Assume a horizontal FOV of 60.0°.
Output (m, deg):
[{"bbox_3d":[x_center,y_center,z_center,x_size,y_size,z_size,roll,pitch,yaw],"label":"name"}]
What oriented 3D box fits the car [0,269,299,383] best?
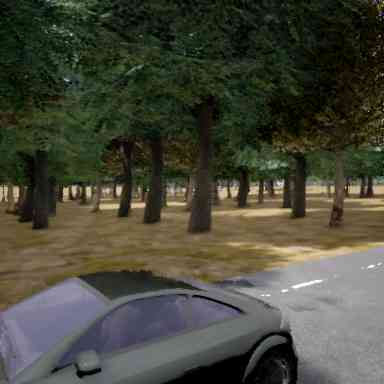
[{"bbox_3d":[-0.888,1.560,3.235,4.181,1.385,1.994,0,0,-35],"label":"car"}]
